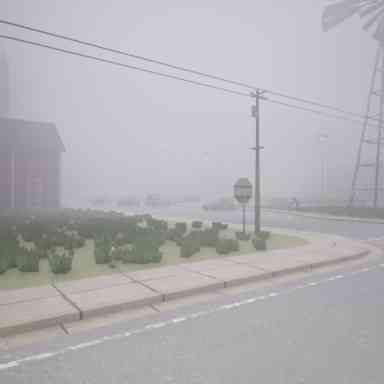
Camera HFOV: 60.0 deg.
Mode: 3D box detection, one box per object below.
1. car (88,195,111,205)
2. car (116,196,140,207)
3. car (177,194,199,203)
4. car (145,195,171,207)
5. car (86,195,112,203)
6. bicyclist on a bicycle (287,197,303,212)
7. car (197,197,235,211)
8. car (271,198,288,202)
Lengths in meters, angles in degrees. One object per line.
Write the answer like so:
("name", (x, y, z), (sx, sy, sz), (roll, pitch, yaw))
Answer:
("car", (-15.546, 1.502, 57.452), (2.128, 1.511, 4.902), (0, 0, -37))
("car", (-9.543, 1.362, 49.441), (2.097, 1.767, 4.553), (0, 0, -36))
("car", (-0.585, 1.329, 66.471), (4.605, 1.855, 1.932), (0, 0, -36))
("car", (-5.254, 1.325, 50.418), (3.866, 1.878, 1.905), (0, 0, -36))
("car", (-19.561, 1.492, 69.944), (4.611, 1.667, 2.242), (0, 0, -36))
("bicyclist on a bicycle", (10.616, 1.314, 34.277), (1.656, 1.620, 0.582), (0, 0, -2))
("car", (3.173, 1.518, 39.878), (4.193, 1.474, 1.816), (0, 0, -36))
("car", (12.845, 1.539, 48.444), (3.905, 1.438, 1.784), (0, 0, -36))
